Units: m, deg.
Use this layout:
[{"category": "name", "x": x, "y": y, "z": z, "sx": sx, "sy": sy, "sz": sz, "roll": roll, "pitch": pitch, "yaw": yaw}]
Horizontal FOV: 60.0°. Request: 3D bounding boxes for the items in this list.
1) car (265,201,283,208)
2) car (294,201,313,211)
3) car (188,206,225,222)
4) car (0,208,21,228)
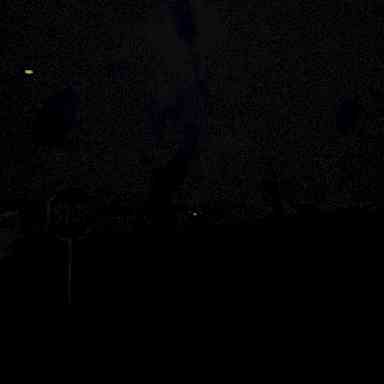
[{"category": "car", "x": 15.350, "y": 2.319, "z": 62.404, "sx": 1.895, "sy": 1.301, "sz": 4.718, "roll": 1, "pitch": 0, "yaw": 36}, {"category": "car", "x": 18.234, "y": 2.214, "z": 54.418, "sx": 1.882, "sy": 1.535, "sz": 5.008, "roll": 1, "pitch": 0, "yaw": 36}, {"category": "car", "x": 1.428, "y": 1.963, "z": 30.998, "sx": 1.994, "sy": 1.385, "sz": 4.181, "roll": 1, "pitch": 0, "yaw": 36}, {"category": "car", "x": -13.762, "y": 1.716, "z": 21.830, "sx": 1.812, "sy": 1.442, "sz": 4.674, "roll": 1, "pitch": 0, "yaw": 36}]
